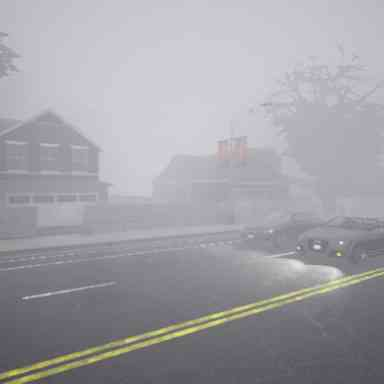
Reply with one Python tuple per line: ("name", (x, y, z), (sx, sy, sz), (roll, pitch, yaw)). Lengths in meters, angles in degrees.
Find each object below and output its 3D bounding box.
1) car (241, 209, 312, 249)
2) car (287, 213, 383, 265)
("car", (4.246, 1.509, 14.699), (4.674, 1.442, 1.812), (0, 0, -36))
("car", (5.571, 1.548, 11.653), (4.181, 1.385, 1.994), (0, 0, -36))
